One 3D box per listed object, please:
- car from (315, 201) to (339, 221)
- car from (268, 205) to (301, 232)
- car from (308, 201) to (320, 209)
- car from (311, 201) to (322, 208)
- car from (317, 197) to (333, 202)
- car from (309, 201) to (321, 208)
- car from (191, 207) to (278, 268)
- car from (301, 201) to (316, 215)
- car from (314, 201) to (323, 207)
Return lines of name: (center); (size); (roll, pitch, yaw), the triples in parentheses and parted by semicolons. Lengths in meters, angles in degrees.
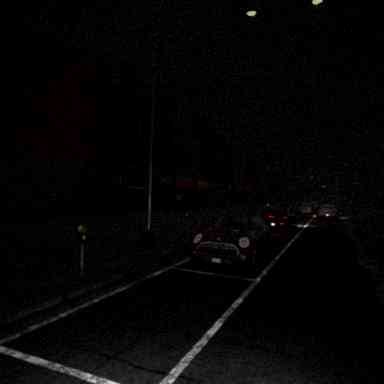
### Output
car: (13.553, 1.971, 33.072); (1.812, 1.442, 4.674); (3, 0, 24)
car: (5.642, 1.636, 21.453); (1.837, 1.490, 4.892); (3, 0, 23)
car: (22.569, 2.426, 61.503); (1.802, 1.307, 4.206); (1, 0, 23)
car: (26.787, 2.613, 71.553); (2.008, 1.369, 4.403); (1, -1, 23)
car: (18.069, 1.982, 43.887); (2.097, 1.767, 4.553); (3, 0, 23)
car: (24.678, 2.502, 66.530); (2.008, 1.369, 4.403); (1, -1, 23)
car: (1.476, 1.443, 11.292); (1.967, 1.590, 4.097); (1, 0, 23)
car: (14.069, 1.973, 41.266); (1.752, 1.417, 4.829); (1, 0, 23)
car: (31.003, 2.872, 81.595); (1.802, 1.307, 4.206); (1, -1, 23)
